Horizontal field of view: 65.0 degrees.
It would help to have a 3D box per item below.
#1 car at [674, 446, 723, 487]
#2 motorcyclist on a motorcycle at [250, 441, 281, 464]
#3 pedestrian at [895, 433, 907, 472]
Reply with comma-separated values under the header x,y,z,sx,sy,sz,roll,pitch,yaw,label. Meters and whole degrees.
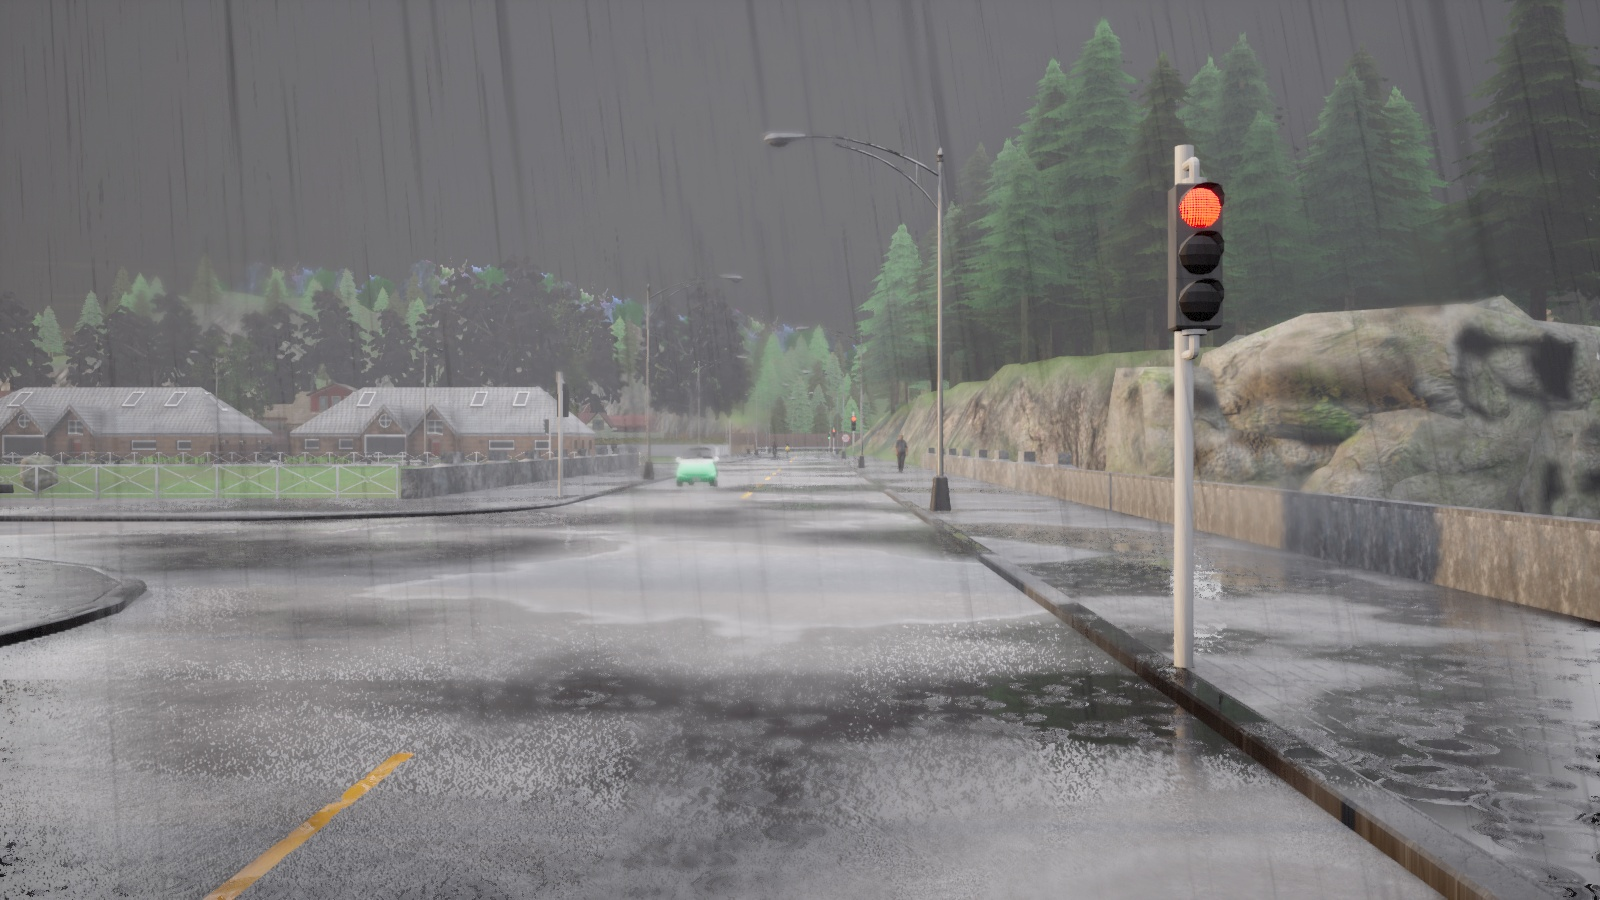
x,y,z,sx,sy,sz,roll,pitch,yaw,label
-3.470,0.555,43.087,1.481,1.376,2.207,0,0,1,car
-37.369,0.174,87.849,1.817,1.590,0.866,0,0,1,motorcyclist on a motorcycle
4.810,0.123,59.671,0.540,1.848,0.694,0,0,2,pedestrian
